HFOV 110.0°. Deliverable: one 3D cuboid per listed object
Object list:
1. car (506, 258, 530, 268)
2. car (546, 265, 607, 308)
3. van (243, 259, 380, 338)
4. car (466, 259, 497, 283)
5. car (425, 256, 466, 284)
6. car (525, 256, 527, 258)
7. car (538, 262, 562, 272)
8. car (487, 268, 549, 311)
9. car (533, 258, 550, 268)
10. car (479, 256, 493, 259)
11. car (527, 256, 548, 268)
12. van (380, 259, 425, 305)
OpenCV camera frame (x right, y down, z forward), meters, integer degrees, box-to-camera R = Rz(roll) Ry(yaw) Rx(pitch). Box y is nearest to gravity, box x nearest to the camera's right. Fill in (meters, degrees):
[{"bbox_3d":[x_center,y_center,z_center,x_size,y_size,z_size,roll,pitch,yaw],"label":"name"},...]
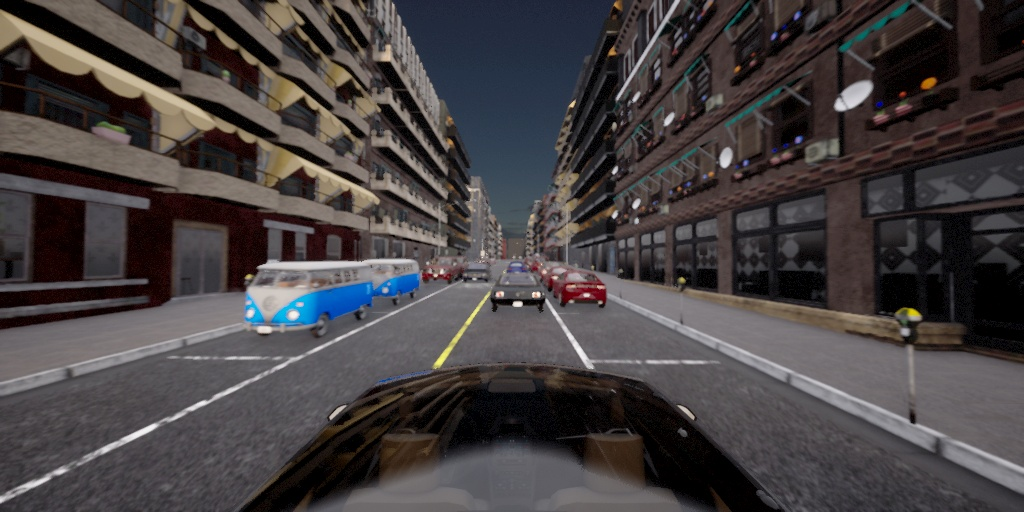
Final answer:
[{"bbox_3d":[0.425,1.201,31.736,1.812,1.442,4.674,0,0,1],"label":"car"},{"bbox_3d":[2.696,1.270,15.105,1.888,1.381,4.507,0,0,1],"label":"car"},{"bbox_3d":[-5.249,1.035,9.727,1.690,1.789,3.998,0,0,1],"label":"van"},{"bbox_3d":[-2.546,1.215,27.499,2.033,1.411,5.357,0,0,1],"label":"car"},{"bbox_3d":[-5.058,0.970,26.317,2.192,1.841,5.009,0,0,1],"label":"car"},{"bbox_3d":[3.044,1.107,48.289,1.967,1.591,4.097,0,0,1],"label":"car"},{"bbox_3d":[2.760,1.257,20.635,1.888,1.381,4.507,0,0,1],"label":"car"},{"bbox_3d":[0.222,1.314,14.140,1.895,1.301,4.718,0,0,1],"label":"car"},{"bbox_3d":[2.831,1.140,26.166,1.967,1.591,4.097,0,0,1],"label":"car"},{"bbox_3d":[-4.675,0.933,59.496,2.192,1.841,5.009,0,0,1],"label":"car"},{"bbox_3d":[2.917,0.995,37.227,2.192,1.841,5.009,0,0,1],"label":"car"},{"bbox_3d":[-5.185,1.021,15.258,1.690,1.789,3.998,0,0,1],"label":"van"}]
